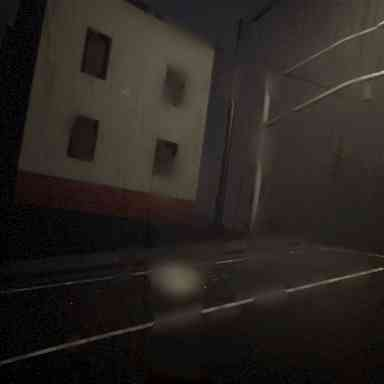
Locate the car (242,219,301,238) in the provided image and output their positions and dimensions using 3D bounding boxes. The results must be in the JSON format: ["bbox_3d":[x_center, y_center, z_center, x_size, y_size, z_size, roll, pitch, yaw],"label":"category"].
[{"bbox_3d":[6.626,3.029,28.350,2.033,1.411,5.357,11,-6,-35],"label":"car"}]

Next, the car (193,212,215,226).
[{"bbox_3d":[0.937,2.996,36.350,1.837,1.490,4.892,11,-6,-35],"label":"car"}]
